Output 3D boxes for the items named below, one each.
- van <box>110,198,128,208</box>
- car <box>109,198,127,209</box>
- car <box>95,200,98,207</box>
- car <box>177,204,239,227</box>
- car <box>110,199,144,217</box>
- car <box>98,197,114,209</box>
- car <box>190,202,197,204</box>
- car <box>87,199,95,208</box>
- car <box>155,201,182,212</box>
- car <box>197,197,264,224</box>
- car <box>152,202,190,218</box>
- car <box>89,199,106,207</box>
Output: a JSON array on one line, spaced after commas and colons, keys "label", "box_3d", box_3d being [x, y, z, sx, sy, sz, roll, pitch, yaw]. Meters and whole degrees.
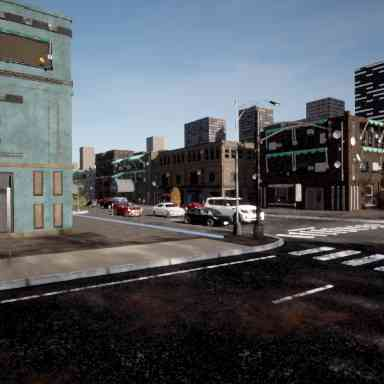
[{"label": "van", "box_3d": [-12.951, 1.907, 59.143, 1.690, 1.788, 3.998, -1, 0, -36]}, {"label": "car", "box_3d": [-8.581, 1.931, 43.118, 1.882, 1.535, 5.008, -1, 0, -35]}, {"label": "car", "box_3d": [-16.171, 1.940, 63.646, 2.192, 1.841, 5.009, -1, 0, -36]}, {"label": "car", "box_3d": [1.085, 1.814, 24.898, 1.947, 1.339, 4.313, -2, 0, -36]}, {"label": "car", "box_3d": [-6.889, 1.846, 36.257, 1.967, 1.590, 4.097, -1, 0, -36]}, {"label": "car", "box_3d": [-13.421, 2.066, 55.370, 1.837, 1.490, 4.892, -1, 0, -36]}, {"label": "car", "box_3d": [-0.070, 1.903, 41.133, 1.802, 1.307, 4.206, -2, 0, -36]}, {"label": "car", "box_3d": [-19.196, 2.159, 63.450, 2.128, 1.511, 4.902, -1, 0, -36]}, {"label": "car", "box_3d": [-3.288, 1.966, 45.635, 1.802, 1.307, 4.206, -2, 0, -36]}, {"label": "car", "box_3d": [3.165, 1.445, 26.662, 2.150, 2.045, 5.566, -1, 0, -35]}, {"label": "car", "box_3d": [-2.537, 1.862, 34.646, 1.812, 1.442, 4.674, -1, 0, -35]}, {"label": "car", "box_3d": [-19.384, 2.227, 68.149, 1.887, 1.381, 4.507, -1, 0, -36]}]
